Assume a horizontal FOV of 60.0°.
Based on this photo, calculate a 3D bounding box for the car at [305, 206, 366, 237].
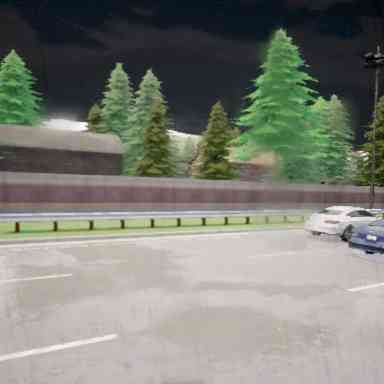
[{"bbox_3d":[7.268,1.381,15.262,4.674,1.442,1.812,1,2,-29],"label":"car"}]

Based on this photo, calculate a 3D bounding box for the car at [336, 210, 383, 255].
[{"bbox_3d":[7.787,1.510,11.558,5.357,1.411,2.033,1,2,-29],"label":"car"}]
